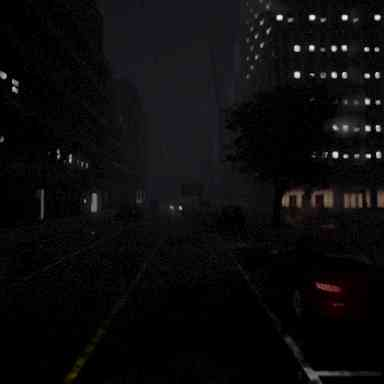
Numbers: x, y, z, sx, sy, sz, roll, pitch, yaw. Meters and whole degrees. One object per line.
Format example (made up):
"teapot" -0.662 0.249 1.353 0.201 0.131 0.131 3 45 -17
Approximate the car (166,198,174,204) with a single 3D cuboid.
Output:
"car" -5.674 2.348 87.009 1.802 1.307 4.206 1 0 0

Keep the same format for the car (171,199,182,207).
"car" -3.015 2.078 65.373 1.882 1.535 5.008 0 0 0

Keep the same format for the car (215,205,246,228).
"car" 2.706 1.686 24.213 1.967 1.590 4.097 1 -1 0

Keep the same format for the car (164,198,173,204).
"car" -5.674 2.275 81.312 2.008 1.369 4.403 1 0 0

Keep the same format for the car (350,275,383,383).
"car" 2.703 1.583 1.417 1.947 1.339 4.313 1 -1 0

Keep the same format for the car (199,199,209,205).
"car" 2.707 2.225 75.496 1.887 1.381 4.507 1 0 0

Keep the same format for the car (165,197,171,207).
"car" -5.675 2.157 64.218 1.947 1.339 4.313 1 0 0

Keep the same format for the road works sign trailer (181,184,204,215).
"road works sign trailer" 0.001 0.833 37.731 2.380 3.560 2.880 0 0 0

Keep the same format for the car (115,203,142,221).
"car" -5.673 1.740 30.022 1.967 1.590 4.097 1 -1 0

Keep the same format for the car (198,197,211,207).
"car" 2.706 2.141 64.101 2.008 1.369 4.403 1 0 0

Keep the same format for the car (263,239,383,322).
"car" 2.703 1.659 7.115 1.802 1.307 4.206 1 -1 0

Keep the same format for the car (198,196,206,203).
"car" 2.712 2.123 92.592 2.192 1.841 5.009 1 0 0

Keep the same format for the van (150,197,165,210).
"van" -5.671 1.838 52.819 1.690 1.788 3.998 1 0 0

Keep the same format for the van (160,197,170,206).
"van" -5.670 1.977 69.917 1.690 1.788 3.998 1 0 0
